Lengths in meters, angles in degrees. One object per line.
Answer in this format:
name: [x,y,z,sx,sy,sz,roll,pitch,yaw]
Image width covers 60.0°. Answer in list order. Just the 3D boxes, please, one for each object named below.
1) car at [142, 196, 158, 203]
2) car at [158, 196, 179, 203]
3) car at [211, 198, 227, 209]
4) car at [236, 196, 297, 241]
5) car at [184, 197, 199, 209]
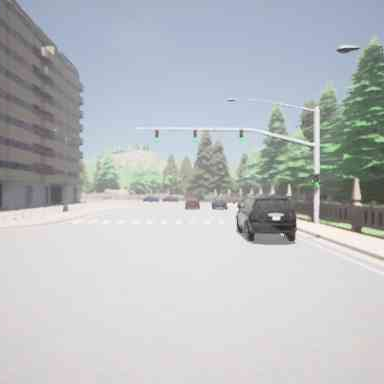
car: [-8.802,1.518,71.064,1.812,1.442,4.674,0,0,-41]
car: [-4.651,1.519,71.367,1.812,1.442,4.674,0,0,-37]
car: [3.547,1.488,44.283,2.128,1.511,4.902,0,0,-1]
car: [3.599,1.221,16.890,2.150,2.045,5.566,0,0,0]
car: [-0.029,1.474,45.877,1.882,1.535,5.008,0,0,-3]
